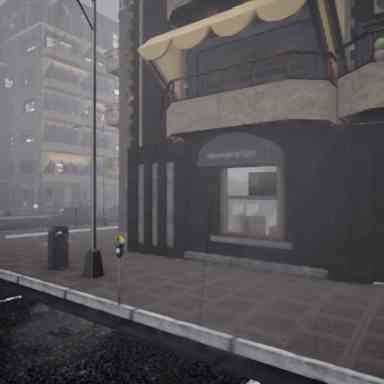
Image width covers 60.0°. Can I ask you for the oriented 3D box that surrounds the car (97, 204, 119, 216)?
[{"bbox_3d":[-9.459,2.110,39.951,1.802,1.307,4.206,-1,-2,35],"label":"car"}]

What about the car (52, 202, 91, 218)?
[{"bbox_3d":[-12.748,1.867,35.331,1.967,1.590,4.097,-1,-2,35],"label":"car"}]
